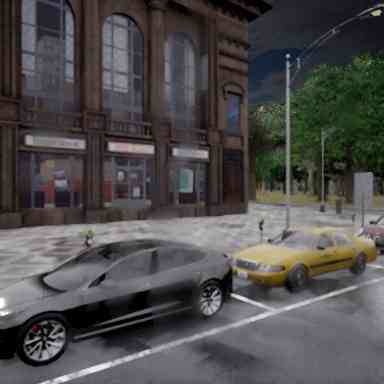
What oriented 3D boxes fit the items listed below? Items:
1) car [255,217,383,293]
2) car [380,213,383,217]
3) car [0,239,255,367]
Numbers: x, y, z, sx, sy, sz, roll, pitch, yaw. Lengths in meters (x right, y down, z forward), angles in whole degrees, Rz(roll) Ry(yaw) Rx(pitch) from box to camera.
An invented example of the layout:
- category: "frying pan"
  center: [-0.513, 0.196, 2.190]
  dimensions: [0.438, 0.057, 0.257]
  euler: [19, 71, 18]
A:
- category: "car"
  center: [3.095, 1.522, 8.869]
  dimensions: [4.829, 1.417, 1.752]
  euler: [0, 0, -36]
- category: "car"
  center: [7.655, 1.434, 12.131]
  dimensions: [4.097, 1.590, 1.967]
  euler: [0, 0, -36]
- category: "car"
  center: [-1.189, 1.564, 5.804]
  dimensions: [4.313, 1.339, 1.947]
  euler: [0, 0, -36]
